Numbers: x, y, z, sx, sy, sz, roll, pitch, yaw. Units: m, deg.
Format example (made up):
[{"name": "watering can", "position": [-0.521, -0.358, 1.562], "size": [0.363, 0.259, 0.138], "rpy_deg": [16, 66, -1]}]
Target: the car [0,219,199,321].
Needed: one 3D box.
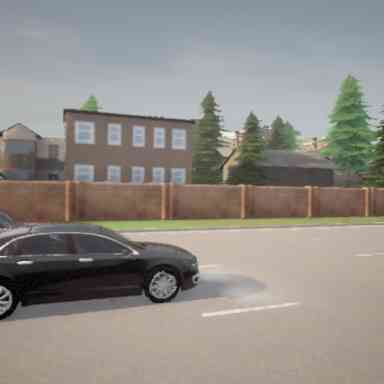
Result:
[{"name": "car", "position": [-2.251, 1.414, 6.777], "size": [4.892, 1.490, 1.837], "rpy_deg": [0, 1, -20]}]

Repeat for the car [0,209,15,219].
[{"name": "car", "position": [-5.810, 1.184, 9.190], "size": [4.553, 1.767, 2.097], "rpy_deg": [1, 0, -20]}]
